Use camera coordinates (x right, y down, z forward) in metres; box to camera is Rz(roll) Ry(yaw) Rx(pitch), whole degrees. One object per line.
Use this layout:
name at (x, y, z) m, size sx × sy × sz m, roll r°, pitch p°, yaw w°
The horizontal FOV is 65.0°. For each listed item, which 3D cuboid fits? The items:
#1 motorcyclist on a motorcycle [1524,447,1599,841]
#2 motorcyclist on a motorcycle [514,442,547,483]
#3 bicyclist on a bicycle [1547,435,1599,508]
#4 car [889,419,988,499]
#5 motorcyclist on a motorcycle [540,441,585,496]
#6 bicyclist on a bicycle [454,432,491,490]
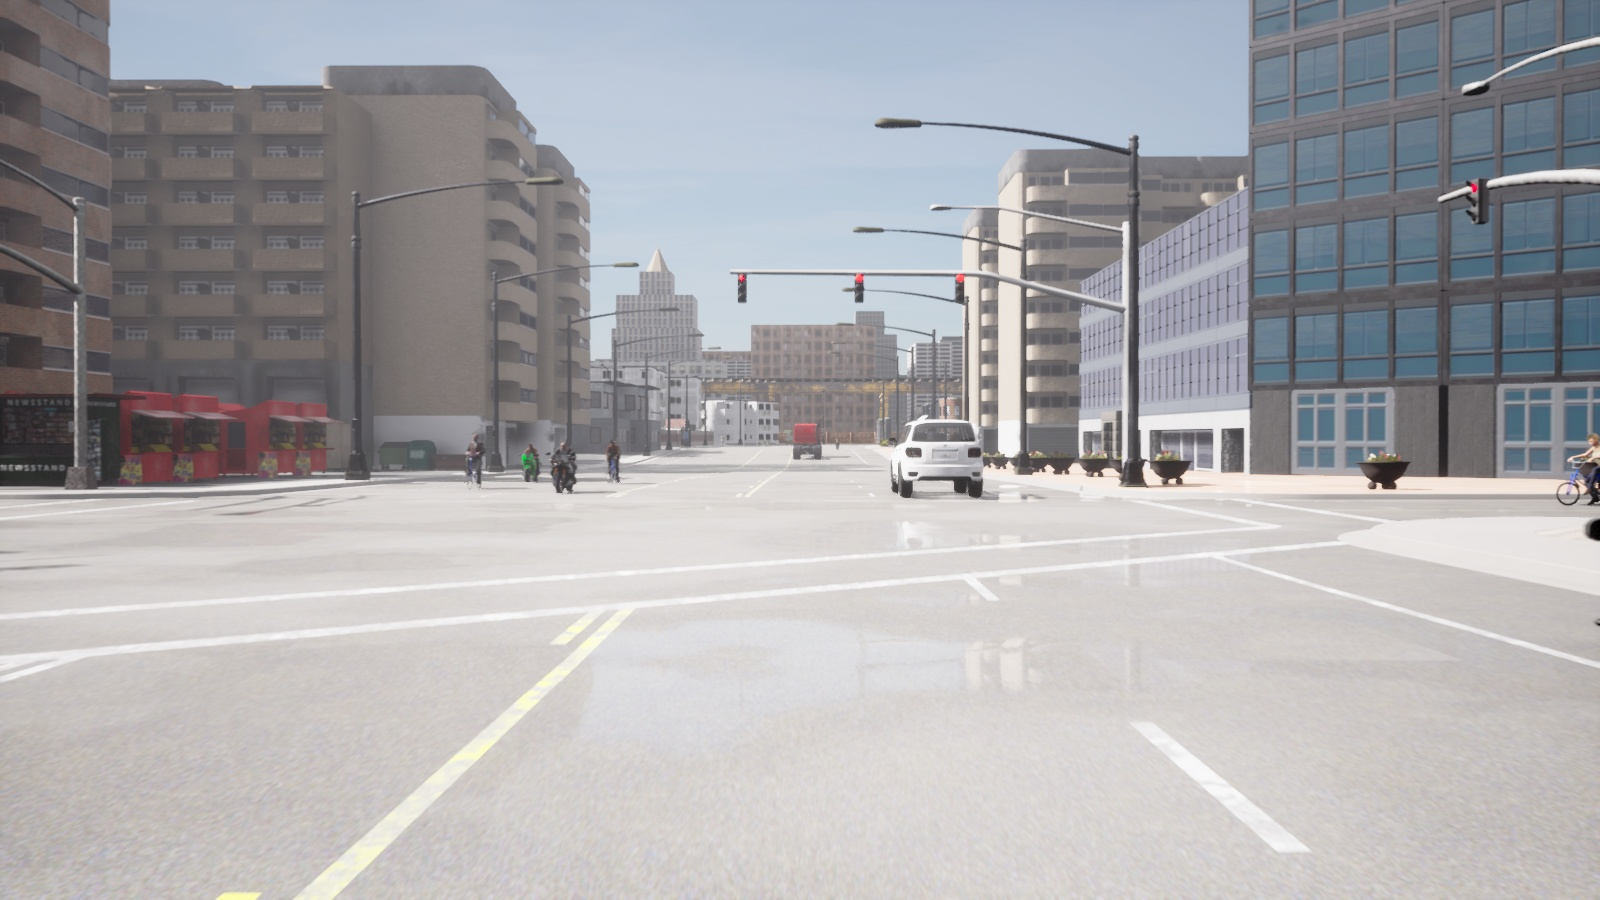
motorcyclist on a motorcycle at (3.541, 0.760, 4.295) m, size 0.866 × 1.530 × 2.191 m, roll 0°, pitch 0°, yaw 0°
motorcyclist on a motorcycle at (-10.214, 0.462, 47.571) m, size 0.797 × 1.523 × 2.044 m, roll 0°, pitch 0°, yaw 0°
bicyclist on a bicycle at (17.666, 0.469, 28.005) m, size 1.509 × 1.612 × 0.866 m, roll 0°, pitch 1°, yaw 1°
car at (3.713, 0.218, 34.649) m, size 2.150 × 2.045 × 5.566 m, roll 0°, pitch 0°, yaw 0°
motorcyclist on a motorcycle at (-6.779, 0.520, 35.973) m, size 0.866 × 1.530 × 2.191 m, roll 0°, pitch 0°, yaw 0°
bicyclist on a bicycle at (-10.260, 0.347, 39.384) m, size 0.659 × 1.776 × 1.843 m, roll 0°, pitch 0°, yaw 0°
